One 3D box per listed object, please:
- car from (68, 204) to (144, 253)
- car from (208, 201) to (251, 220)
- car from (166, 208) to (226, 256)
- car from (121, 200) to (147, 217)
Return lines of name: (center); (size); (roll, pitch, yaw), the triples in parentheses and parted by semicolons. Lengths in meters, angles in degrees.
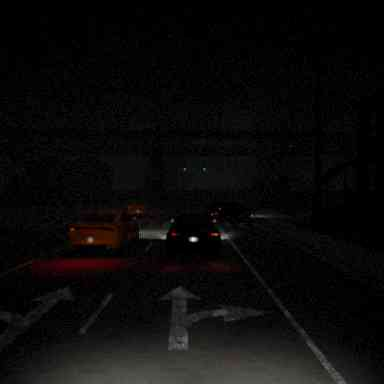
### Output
car: (-3.436, 1.471, 13.768); (1.882, 1.535, 5.008); (0, 0, 0)
car: (3.161, 1.493, 28.140); (1.837, 1.490, 4.892); (-3, -1, 40)
car: (0.061, 1.557, 13.114); (1.994, 1.385, 4.181); (0, 0, 0)
car: (-5.525, 1.463, 30.252); (1.882, 1.535, 5.008); (1, 0, -23)
